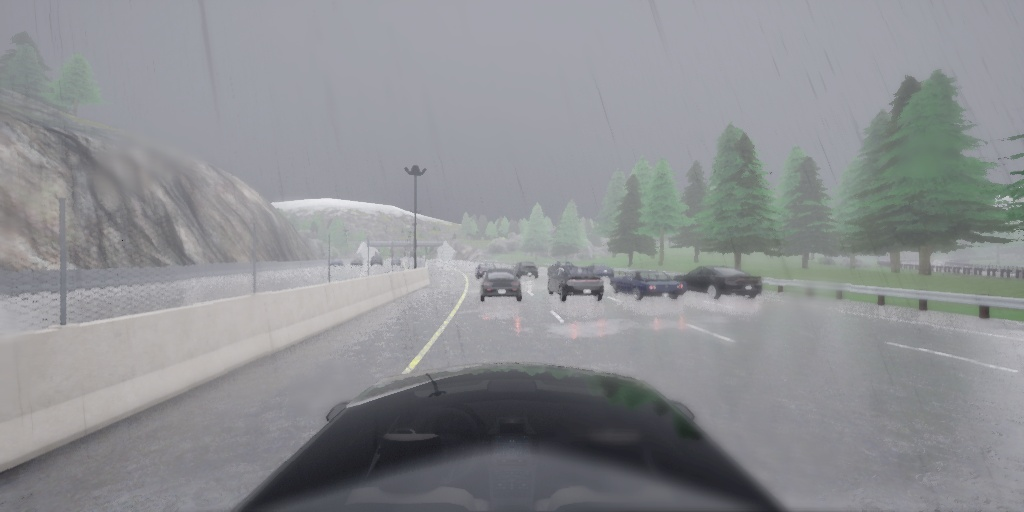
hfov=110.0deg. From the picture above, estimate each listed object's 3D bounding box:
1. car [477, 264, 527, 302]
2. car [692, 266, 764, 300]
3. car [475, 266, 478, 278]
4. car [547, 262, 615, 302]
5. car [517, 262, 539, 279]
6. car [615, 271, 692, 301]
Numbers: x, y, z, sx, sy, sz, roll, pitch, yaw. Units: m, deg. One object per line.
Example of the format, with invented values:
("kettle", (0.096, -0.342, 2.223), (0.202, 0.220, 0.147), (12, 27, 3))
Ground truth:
("car", (-0.580, 1.280, 16.881), (1.812, 1.442, 4.674), (0, 0, -4))
("car", (9.890, 1.232, 17.673), (1.882, 1.535, 5.008), (0, 0, -4))
("car", (-2.323, 1.364, 32.205), (1.895, 1.301, 4.718), (0, 0, -9))
("car", (2.910, 1.242, 17.145), (2.128, 1.511, 4.902), (0, 0, -4))
("car", (1.142, 1.264, 32.701), (1.837, 1.490, 4.892), (0, 0, -9))
("car", (6.398, 1.364, 17.439), (1.895, 1.301, 4.718), (0, 0, -4))
